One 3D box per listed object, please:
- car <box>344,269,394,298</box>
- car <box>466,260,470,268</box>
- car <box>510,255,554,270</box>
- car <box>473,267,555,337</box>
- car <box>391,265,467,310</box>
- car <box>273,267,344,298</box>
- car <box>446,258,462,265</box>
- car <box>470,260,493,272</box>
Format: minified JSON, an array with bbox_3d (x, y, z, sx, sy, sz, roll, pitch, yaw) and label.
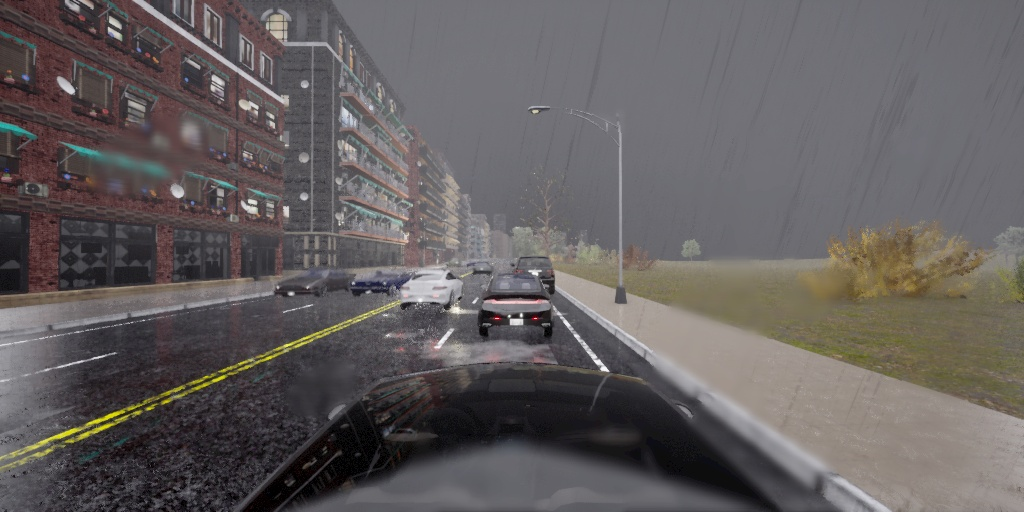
[{"bbox_3d":[-6.609,1.353,18.707,1.895,1.301,4.718,0,0,0],"label":"car"},{"bbox_3d":[-6.614,1.350,61.066,1.895,1.301,4.718,0,0,0],"label":"car"},{"bbox_3d":[1.126,0.977,20.208,2.150,2.045,5.566,0,0,0],"label":"car"},{"bbox_3d":[0.095,1.243,10.338,2.128,1.511,4.902,0,0,0],"label":"car"},{"bbox_3d":[-3.160,1.277,14.673,1.812,1.442,4.674,0,0,0],"label":"car"},{"bbox_3d":[-9.861,1.299,18.660,2.033,1.411,5.357,0,0,0],"label":"car"},{"bbox_3d":[-9.861,1.101,61.245,2.097,1.767,4.553,0,0,0],"label":"car"},{"bbox_3d":[-3.174,1.315,39.747,1.994,1.385,4.181,0,0,0],"label":"car"}]
